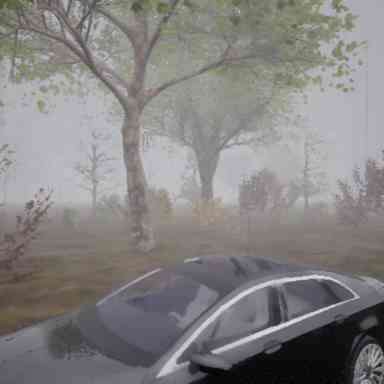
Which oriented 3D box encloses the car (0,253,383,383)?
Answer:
[{"bbox_3d":[0.202,1.496,3.450,4.902,1.511,2.128,0,0,-34],"label":"car"}]
